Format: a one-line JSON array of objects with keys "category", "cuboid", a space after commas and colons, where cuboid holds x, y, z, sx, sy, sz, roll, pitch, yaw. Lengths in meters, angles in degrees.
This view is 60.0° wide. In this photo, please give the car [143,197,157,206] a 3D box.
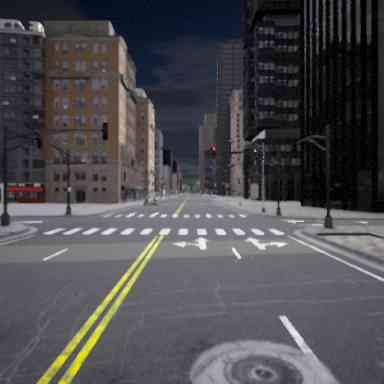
[{"category": "car", "cuboid": [-6.513, 1.543, 52.354, 1.812, 1.442, 4.674, 0, 1, 0]}]
